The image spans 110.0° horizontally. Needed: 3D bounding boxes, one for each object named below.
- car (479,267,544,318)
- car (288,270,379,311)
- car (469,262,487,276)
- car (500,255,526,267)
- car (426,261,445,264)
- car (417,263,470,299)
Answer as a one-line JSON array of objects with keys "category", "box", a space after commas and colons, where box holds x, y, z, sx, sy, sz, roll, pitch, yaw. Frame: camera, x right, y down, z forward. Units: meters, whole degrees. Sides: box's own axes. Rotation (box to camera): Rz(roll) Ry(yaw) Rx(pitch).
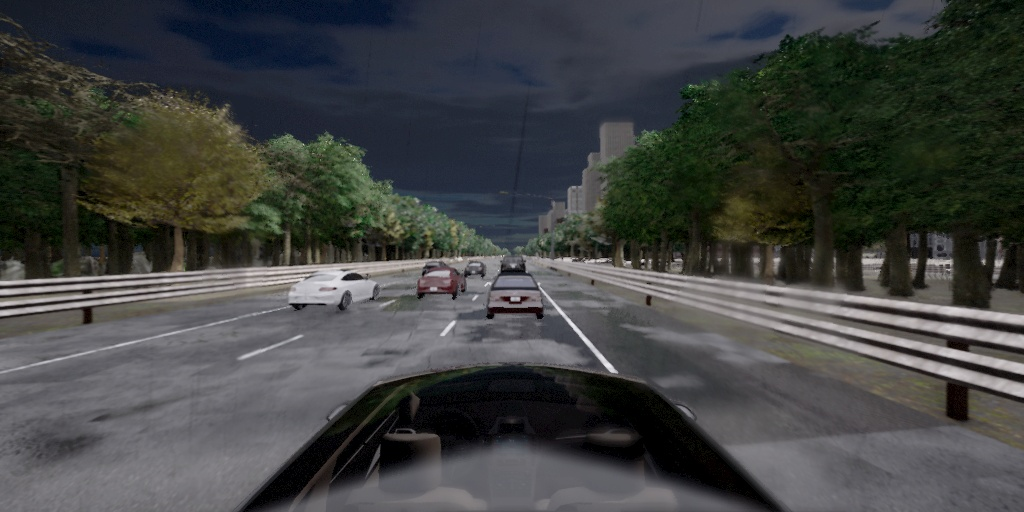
[{"category": "car", "box": [0.097, 1.293, 12.907, 2.033, 1.411, 5.357, 0, 0, 0]}, {"category": "car", "box": [-6.903, 1.271, 14.309, 1.812, 1.442, 4.674, 0, 0, 0]}, {"category": "car", "box": [-3.408, 1.242, 34.024, 1.812, 1.442, 4.674, 0, 0, 0]}, {"category": "car", "box": [0.095, 0.943, 32.019, 2.150, 2.045, 5.566, 0, 0, 0]}, {"category": "car", "box": [-6.906, 1.224, 32.951, 1.837, 1.490, 4.892, 0, 0, 0]}, {"category": "car", "box": [-3.419, 1.269, 17.898, 1.812, 1.442, 4.674, 0, 0, 0]}]
